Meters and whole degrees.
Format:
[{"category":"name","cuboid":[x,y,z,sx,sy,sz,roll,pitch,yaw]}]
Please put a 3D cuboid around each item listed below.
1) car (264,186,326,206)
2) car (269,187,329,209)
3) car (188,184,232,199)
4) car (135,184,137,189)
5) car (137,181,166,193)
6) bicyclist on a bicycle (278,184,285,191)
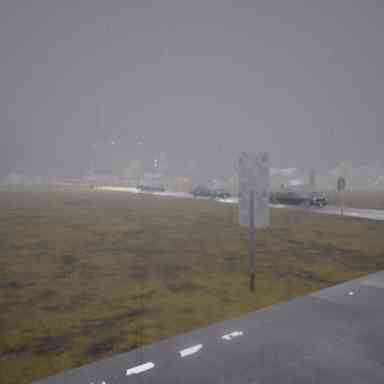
[{"category":"car","cuboid":[8.913,0.276,29.315,2.128,1.511,4.902,0,3,-35]},{"category":"car","cuboid":[7.981,0.517,25.540,1.895,1.301,4.718,0,3,-35]},{"category":"car","cuboid":[1.737,-0.074,34.462,2.033,1.411,5.357,0,3,-35]},{"category":"car","cuboid":[-7.112,-1.016,52.133,2.033,1.411,5.357,0,3,-34]},{"category":"car","cuboid":[-5.175,-0.642,44.337,1.994,1.385,4.181,0,3,-35]},{"category":"bicyclist on a bicycle","cuboid":[9.326,0.046,34.051,1.656,1.620,0.582,-1,3,-35]}]
